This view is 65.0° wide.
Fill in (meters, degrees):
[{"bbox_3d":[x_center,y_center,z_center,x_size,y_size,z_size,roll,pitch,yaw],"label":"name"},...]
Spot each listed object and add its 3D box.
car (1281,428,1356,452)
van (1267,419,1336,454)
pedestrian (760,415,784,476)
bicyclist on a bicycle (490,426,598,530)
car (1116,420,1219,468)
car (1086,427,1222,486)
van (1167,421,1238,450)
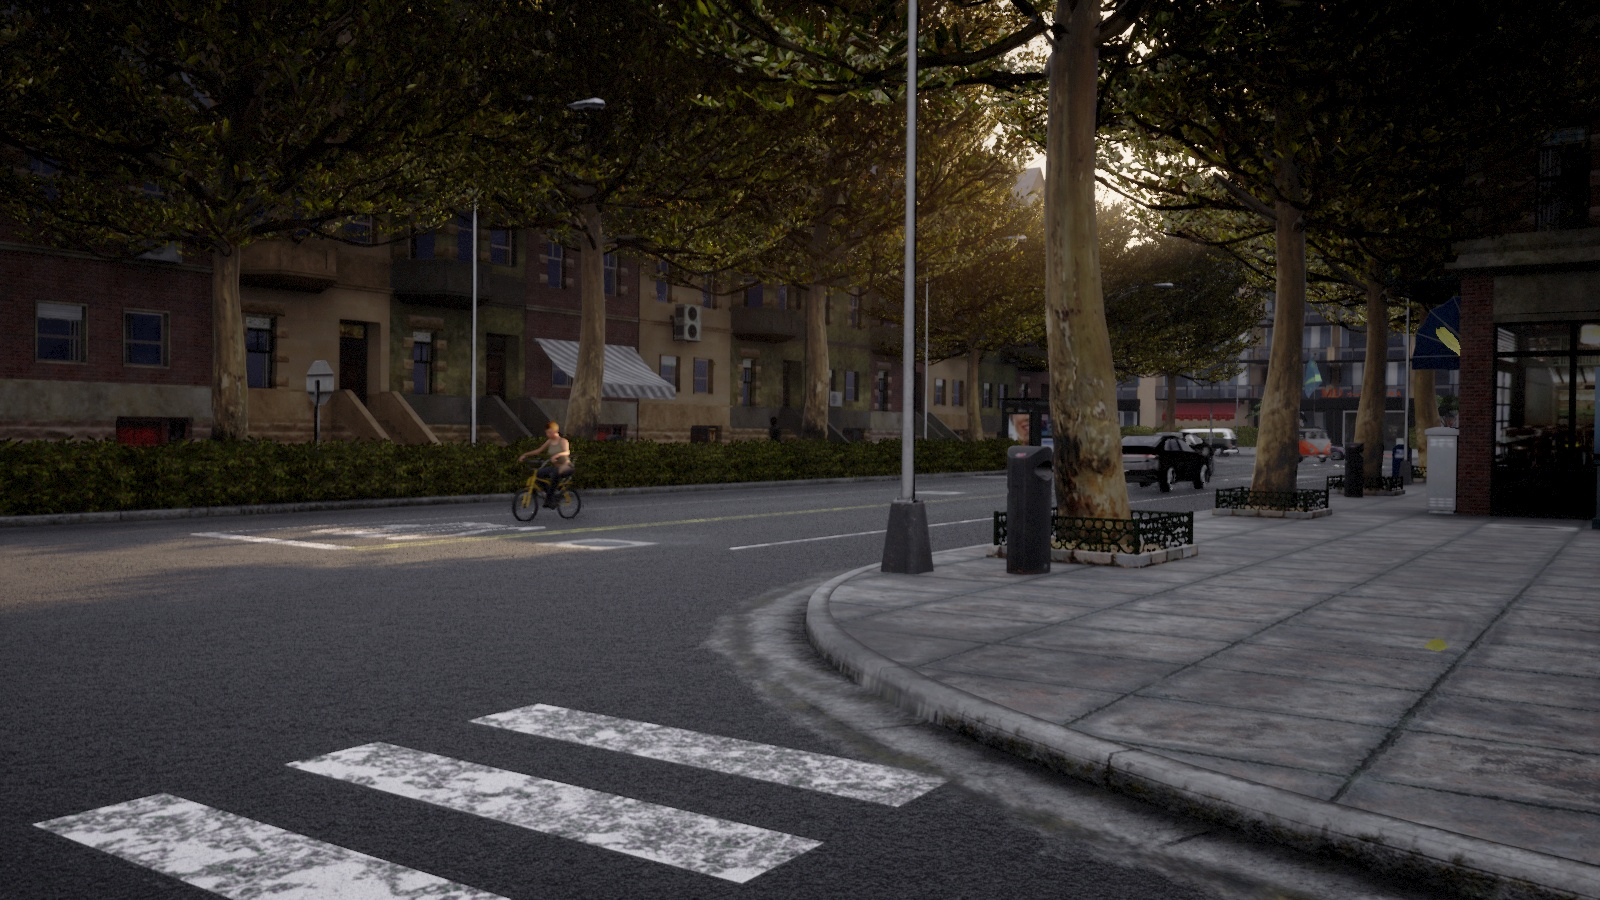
[{"bbox_3d":[33.217,-0.659,80.469,4.193,1.474,1.816,0,1,34],"label":"car"},{"bbox_3d":[29.340,-0.791,73.599,1.775,1.987,4.442,0,1,-8],"label":"van"},{"bbox_3d":[-0.879,-0.155,39.887,0.395,1.930,0.692,0,1,36],"label":"pedestrian"},{"bbox_3d":[-4.127,0.424,20.340,0.866,1.612,1.509,0,1,35],"label":"bicyclist on a bicycle"},{"bbox_3d":[13.576,-0.247,46.164,2.152,1.651,5.027,0,1,34],"label":"car"},{"bbox_3d":[9.784,0.126,34.448,2.128,1.511,4.902,0,1,34],"label":"car"},{"bbox_3d":[29.346,-1.068,91.559,4.480,2.038,2.069,0,1,34],"label":"van"}]
